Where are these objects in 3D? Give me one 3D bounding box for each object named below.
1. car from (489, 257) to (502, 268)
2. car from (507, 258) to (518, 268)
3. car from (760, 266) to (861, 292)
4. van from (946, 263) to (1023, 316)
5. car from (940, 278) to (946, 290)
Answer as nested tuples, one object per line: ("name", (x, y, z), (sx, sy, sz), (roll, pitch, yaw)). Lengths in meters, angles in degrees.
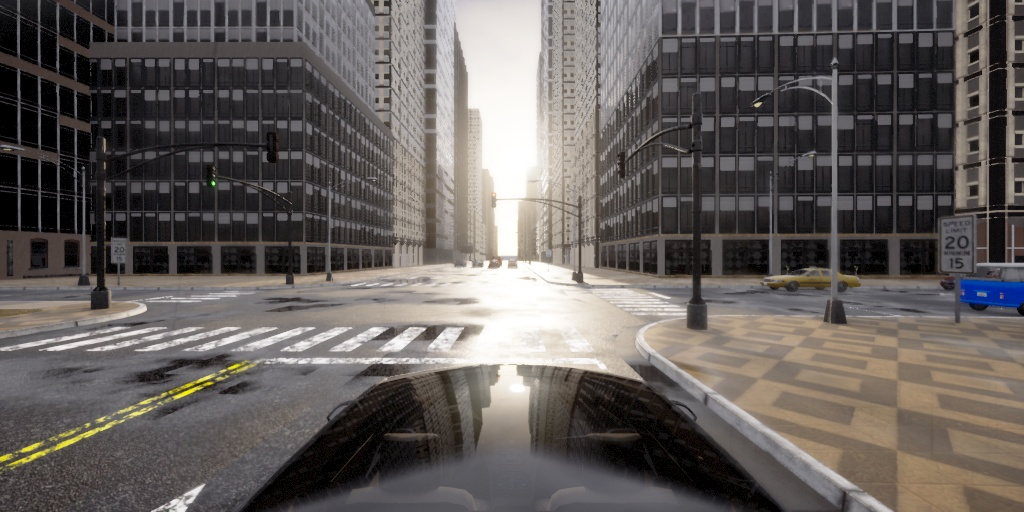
("car", (-3.126, 1.386, 63.344), (1.812, 1.442, 4.674), (0, 0, 0))
("car", (0.124, 1.408, 63.338), (2.033, 1.411, 5.357), (0, 0, 0))
("car", (17.124, 1.293, 20.719), (4.829, 1.417, 1.751), (0, 0, 2))
("van", (18.378, 1.119, 12.544), (3.998, 1.789, 1.690), (0, 0, 2))
("car", (26.958, 1.356, 20.214), (4.207, 1.307, 1.802), (0, 0, 2))
